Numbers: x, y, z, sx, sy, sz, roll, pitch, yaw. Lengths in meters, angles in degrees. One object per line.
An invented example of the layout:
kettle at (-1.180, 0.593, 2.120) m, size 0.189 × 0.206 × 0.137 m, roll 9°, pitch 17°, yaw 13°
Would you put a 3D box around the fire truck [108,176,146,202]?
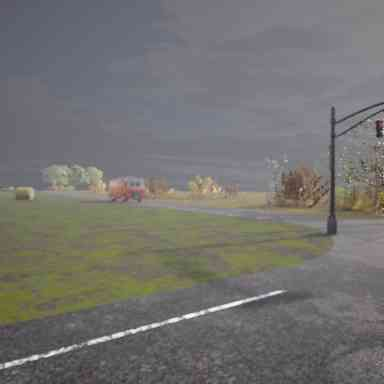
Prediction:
fire truck at (-10.163, -0.453, 51.209) m, size 2.891 × 3.827 × 8.468 m, roll 1°, pitch 0°, yaw -32°
